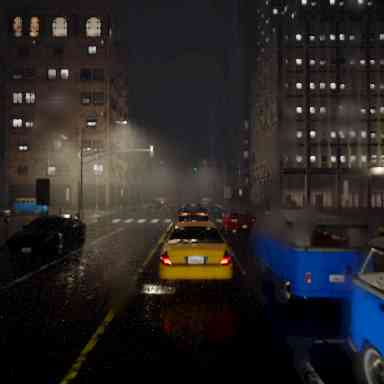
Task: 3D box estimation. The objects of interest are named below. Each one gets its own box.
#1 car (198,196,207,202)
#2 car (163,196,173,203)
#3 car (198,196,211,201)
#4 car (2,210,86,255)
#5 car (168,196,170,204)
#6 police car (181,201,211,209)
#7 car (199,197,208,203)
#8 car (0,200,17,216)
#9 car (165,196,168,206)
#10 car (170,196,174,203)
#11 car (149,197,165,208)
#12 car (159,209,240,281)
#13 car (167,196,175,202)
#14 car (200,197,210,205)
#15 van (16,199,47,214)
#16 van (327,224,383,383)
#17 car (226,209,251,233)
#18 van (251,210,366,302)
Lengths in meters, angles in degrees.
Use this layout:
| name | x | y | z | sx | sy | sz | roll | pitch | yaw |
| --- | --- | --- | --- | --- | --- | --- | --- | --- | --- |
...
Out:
| name | x | y | z | sx | sy | sz | roll | pitch | yaw |
| --- | --- | --- | --- | --- | --- | --- | --- | --- | --- |
| car | 2.682 | 1.802 | 85.549 | 1.967 | 1.590 | 4.097 | 1 | 0 | 0 |
| car | -5.697 | 1.782 | 79.896 | 1.967 | 1.590 | 4.097 | 1 | 0 | 0 |
| car | 2.685 | 1.830 | 62.942 | 2.008 | 1.369 | 4.403 | 1 | 0 | 0 |
| car | -5.684 | 1.633 | 13.623 | 1.947 | 1.339 | 4.313 | 1 | 0 | 0 |
| car | -5.695 | 1.861 | 62.941 | 1.802 | 1.307 | 4.206 | 1 | 0 | 0 |
| police car | 0.095 | 1.618 | 23.412 | 2.038 | 1.542 | 4.974 | 0 | 0 | 0 |
| car | 2.681 | 1.892 | 79.896 | 2.008 | 1.369 | 4.403 | 1 | 0 | 0 |
| car | -19.851 | 1.774 | 32.123 | 4.403 | 1.369 | 2.008 | 0 | -1 | 1 |
| car | -5.692 | 1.699 | 57.291 | 1.967 | 1.590 | 4.097 | 1 | 0 | 0 |
| car | -5.698 | 1.872 | 74.244 | 2.008 | 1.369 | 4.403 | 1 | 0 | 0 |
| car | -5.693 | 1.819 | 51.638 | 1.802 | 1.307 | 4.206 | 1 | 0 | 0 |
| car | 0.097 | 1.505 | 9.957 | 1.801 | 1.575 | 5.366 | 0 | 0 | 0 |
| car | -5.701 | 1.907 | 91.029 | 1.752 | 1.417 | 4.829 | 1 | 0 | 0 |
| car | 2.684 | 1.845 | 68.594 | 1.887 | 1.381 | 4.507 | 1 | 0 | 0 |
| van | -19.745 | 1.719 | 40.505 | 3.998 | 1.788 | 1.690 | 0 | -1 | 1 |
| van | 2.702 | 1.354 | 2.467 | 1.690 | 1.788 | 3.998 | 1 | 0 | 0 |
| car | 2.695 | 1.638 | 19.196 | 1.887 | 1.381 | 4.507 | 1 | 0 | 0 |
| van | 2.701 | 1.382 | 8.044 | 1.690 | 1.788 | 3.998 | 1 | 0 | 0 |
